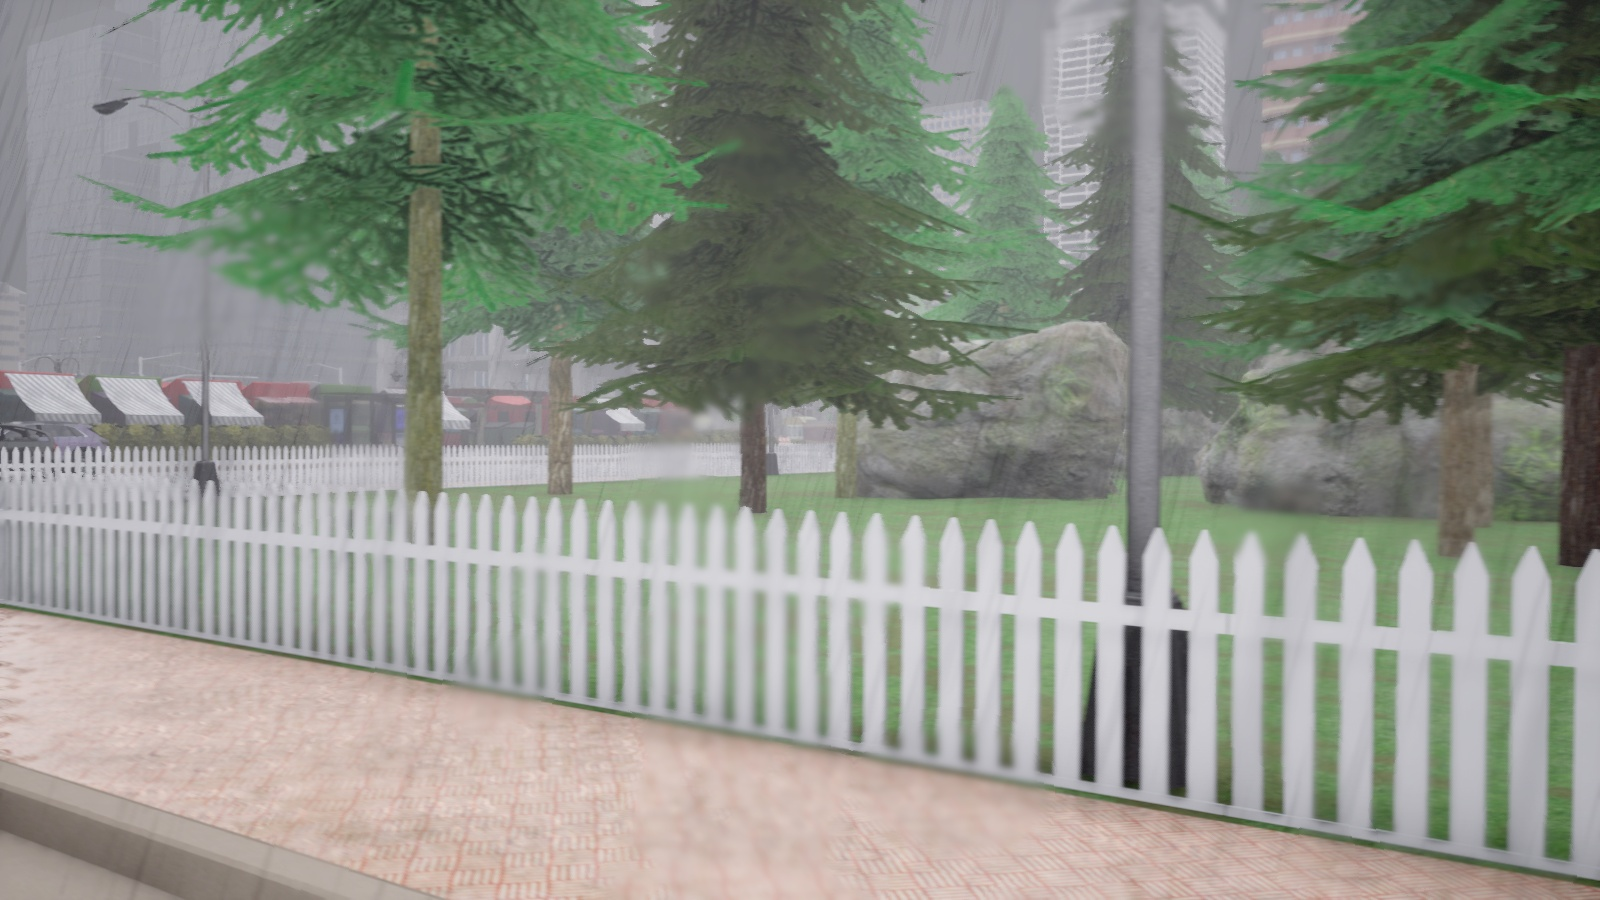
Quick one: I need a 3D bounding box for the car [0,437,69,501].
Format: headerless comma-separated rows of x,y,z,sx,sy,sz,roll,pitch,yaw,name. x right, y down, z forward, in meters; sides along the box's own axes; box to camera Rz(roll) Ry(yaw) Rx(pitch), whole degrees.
-20.443,0.472,31.027,1.789,1.549,3.705,0,1,32,car

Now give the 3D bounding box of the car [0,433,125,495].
-21.932,0.379,35.236,2.033,1.649,4.856,0,1,32,car
